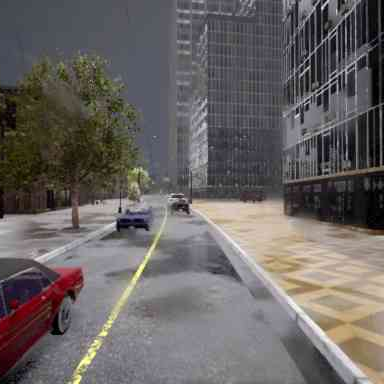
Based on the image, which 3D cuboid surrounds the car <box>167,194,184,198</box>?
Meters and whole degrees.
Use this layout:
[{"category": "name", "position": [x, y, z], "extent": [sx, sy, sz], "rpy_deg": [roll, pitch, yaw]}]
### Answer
[{"category": "car", "position": [-2.082, 1.230, 44.955], "extent": [2.150, 2.045, 5.566], "rpy_deg": [0, 0, -6]}]

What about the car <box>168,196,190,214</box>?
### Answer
[{"category": "car", "position": [-1.276, 1.512, 34.967], "extent": [1.837, 1.490, 4.892], "rpy_deg": [0, 0, -4]}]

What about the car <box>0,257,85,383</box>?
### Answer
[{"category": "car", "position": [-2.903, 1.602, 3.964], "extent": [1.895, 1.301, 4.718], "rpy_deg": [0, 0, -1]}]

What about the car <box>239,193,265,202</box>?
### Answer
[{"category": "car", "position": [11.932, 1.211, 66.543], "extent": [5.009, 1.841, 2.192], "rpy_deg": [0, -1, 13]}]

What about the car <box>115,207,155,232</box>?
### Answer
[{"category": "car", "position": [-3.336, 1.605, 20.100], "extent": [1.895, 1.301, 4.718], "rpy_deg": [0, 0, -3]}]
